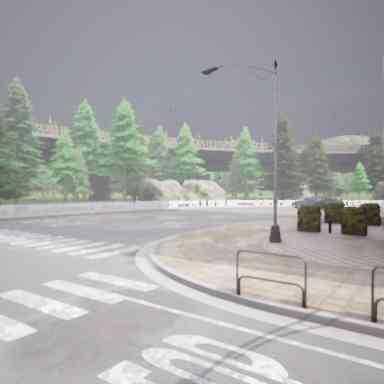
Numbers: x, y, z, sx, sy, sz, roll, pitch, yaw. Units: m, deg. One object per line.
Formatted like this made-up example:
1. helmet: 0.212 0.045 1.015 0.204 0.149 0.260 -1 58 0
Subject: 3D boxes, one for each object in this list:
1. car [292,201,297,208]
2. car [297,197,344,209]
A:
1. car: 15.303 1.435 42.899 4.674 1.442 1.812 0 0 -8
2. car: 15.478 1.420 39.422 4.892 1.490 1.837 0 -1 -9
